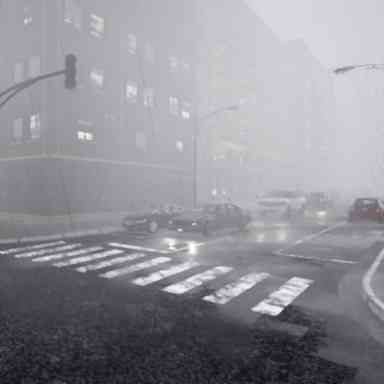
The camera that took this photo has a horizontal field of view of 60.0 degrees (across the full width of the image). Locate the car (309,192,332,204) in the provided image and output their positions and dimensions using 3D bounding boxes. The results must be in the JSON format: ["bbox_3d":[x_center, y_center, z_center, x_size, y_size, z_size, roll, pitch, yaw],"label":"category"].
[{"bbox_3d":[17.306,0.778,44.538,1.752,1.417,4.829,1,2,35],"label":"car"}]

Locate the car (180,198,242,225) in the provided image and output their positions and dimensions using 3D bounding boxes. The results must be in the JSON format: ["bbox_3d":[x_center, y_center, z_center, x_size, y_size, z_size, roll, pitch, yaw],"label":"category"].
[{"bbox_3d":[1.367,1.163,21.715,1.752,1.417,4.829,2,2,35],"label":"car"}]

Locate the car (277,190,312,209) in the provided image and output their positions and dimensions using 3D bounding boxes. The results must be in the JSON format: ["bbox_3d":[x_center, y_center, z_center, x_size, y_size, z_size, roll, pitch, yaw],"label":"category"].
[{"bbox_3d":[11.030,0.718,35.543,2.192,1.841,5.009,2,2,35],"label":"car"}]

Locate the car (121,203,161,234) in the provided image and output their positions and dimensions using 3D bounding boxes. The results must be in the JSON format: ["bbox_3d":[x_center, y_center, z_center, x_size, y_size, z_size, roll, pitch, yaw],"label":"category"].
[{"bbox_3d":[-1.723,1.263,17.290,2.008,1.369,4.403,2,2,35],"label":"car"}]

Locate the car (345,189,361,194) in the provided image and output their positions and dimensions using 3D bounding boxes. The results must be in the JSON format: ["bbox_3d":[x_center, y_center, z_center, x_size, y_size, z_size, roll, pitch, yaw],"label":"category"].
[{"bbox_3d":[30.154,0.513,62.936,1.947,1.339,4.313,1,2,35],"label":"car"}]

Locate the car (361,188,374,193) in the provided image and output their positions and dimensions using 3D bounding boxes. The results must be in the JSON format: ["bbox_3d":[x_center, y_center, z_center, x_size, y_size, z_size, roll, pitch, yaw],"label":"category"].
[{"bbox_3d":[39.719,0.037,76.623,2.192,1.841,5.009,1,2,35],"label":"car"}]

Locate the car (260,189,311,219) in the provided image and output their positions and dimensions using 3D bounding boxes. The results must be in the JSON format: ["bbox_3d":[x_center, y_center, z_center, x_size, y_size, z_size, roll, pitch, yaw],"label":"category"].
[{"bbox_3d":[6.908,0.795,25.141,2.150,2.045,5.566,1,1,35],"label":"car"}]

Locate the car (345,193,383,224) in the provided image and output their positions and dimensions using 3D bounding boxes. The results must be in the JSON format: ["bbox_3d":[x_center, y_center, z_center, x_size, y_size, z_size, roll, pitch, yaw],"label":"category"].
[{"bbox_3d":[11.505,1.060,21.593,1.967,1.590,4.097,1,2,35],"label":"car"}]

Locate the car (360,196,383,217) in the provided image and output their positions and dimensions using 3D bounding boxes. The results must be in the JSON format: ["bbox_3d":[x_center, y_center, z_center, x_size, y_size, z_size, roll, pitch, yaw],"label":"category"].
[{"bbox_3d":[14.692,1.093,26.160,2.008,1.369,4.403,1,2,35],"label":"car"}]

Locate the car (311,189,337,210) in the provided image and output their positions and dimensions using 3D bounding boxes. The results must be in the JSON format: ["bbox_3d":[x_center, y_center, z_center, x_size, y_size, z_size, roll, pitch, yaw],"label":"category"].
[{"bbox_3d":[12.558,0.790,33.211,2.097,1.767,4.553,1,1,35],"label":"car"}]

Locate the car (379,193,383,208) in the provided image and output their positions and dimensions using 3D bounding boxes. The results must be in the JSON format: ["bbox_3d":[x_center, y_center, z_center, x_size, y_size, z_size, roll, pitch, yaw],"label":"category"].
[{"bbox_3d":[21.165,0.912,35.427,1.752,1.417,4.829,1,2,35],"label":"car"}]

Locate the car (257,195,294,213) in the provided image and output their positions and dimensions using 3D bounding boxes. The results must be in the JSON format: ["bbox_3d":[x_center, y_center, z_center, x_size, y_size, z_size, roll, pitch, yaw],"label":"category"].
[{"bbox_3d":[7.840,1.025,30.984,1.887,1.381,4.507,2,2,35],"label":"car"}]

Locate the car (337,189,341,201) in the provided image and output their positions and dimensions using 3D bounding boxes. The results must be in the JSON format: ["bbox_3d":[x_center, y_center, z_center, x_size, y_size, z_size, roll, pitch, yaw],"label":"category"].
[{"bbox_3d":[20.593,0.489,49.237,2.192,1.841,5.009,1,2,35],"label":"car"}]

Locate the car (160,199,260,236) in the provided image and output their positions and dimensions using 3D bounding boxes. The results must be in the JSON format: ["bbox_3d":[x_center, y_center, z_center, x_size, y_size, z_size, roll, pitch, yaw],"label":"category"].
[{"bbox_3d":[1.125,1.262,16.813,2.033,1.411,5.357,1,1,39],"label":"car"}]
